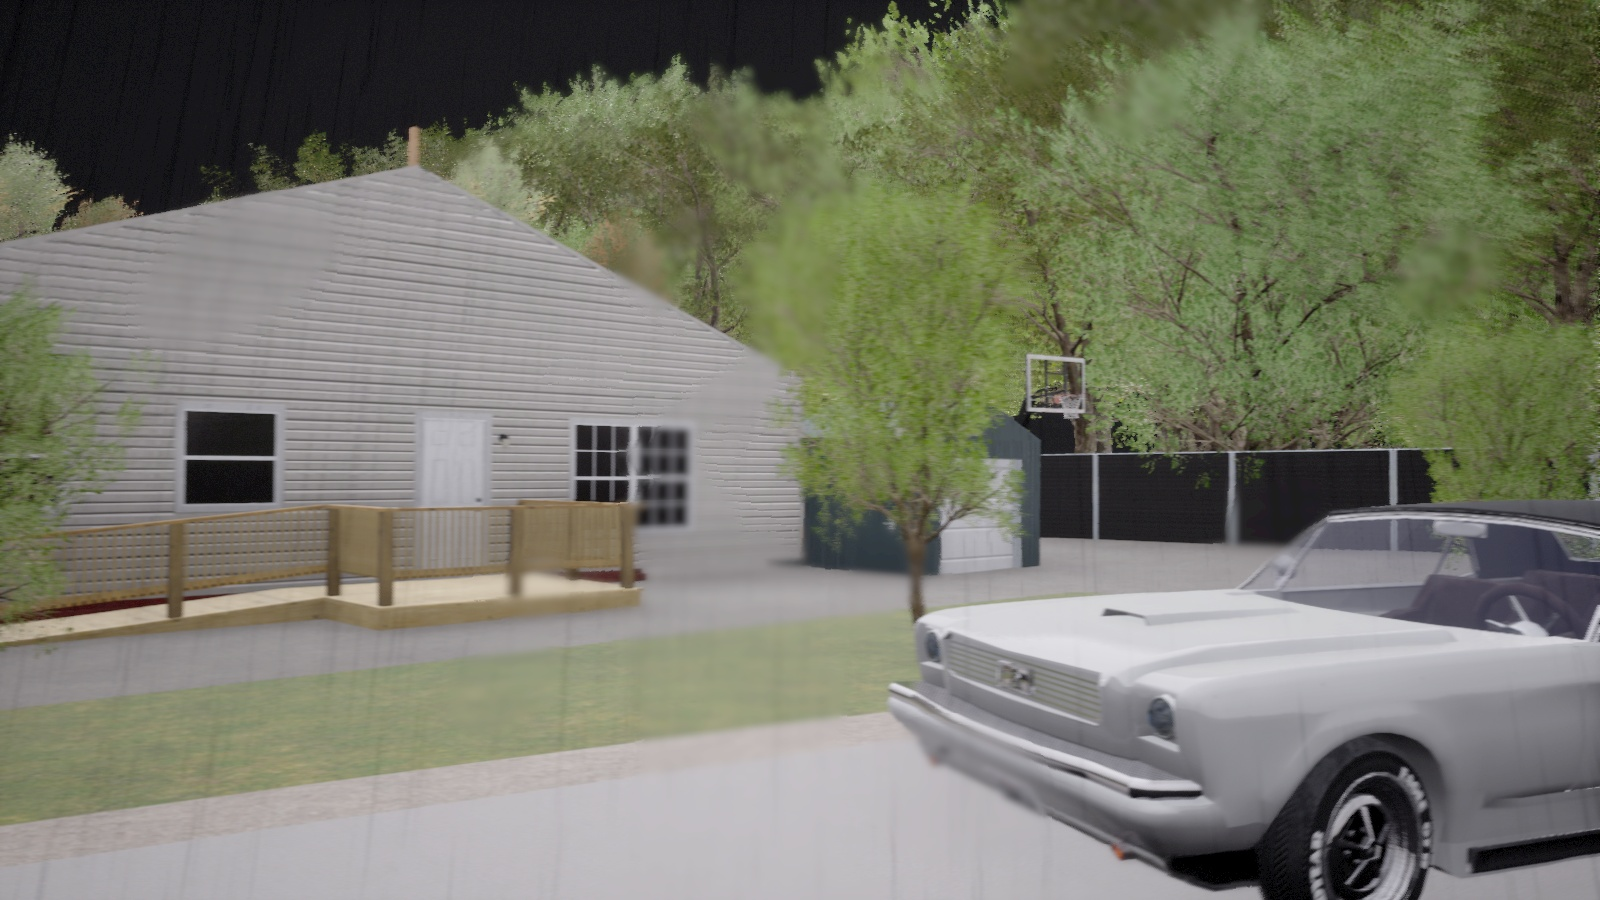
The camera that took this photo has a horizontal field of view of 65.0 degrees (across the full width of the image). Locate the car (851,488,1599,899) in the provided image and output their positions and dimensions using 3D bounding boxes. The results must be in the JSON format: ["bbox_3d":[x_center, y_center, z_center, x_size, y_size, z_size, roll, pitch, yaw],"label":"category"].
[{"bbox_3d":[2.752,0.856,5.102,4.718,1.301,1.895,0,0,-22],"label":"car"}]
